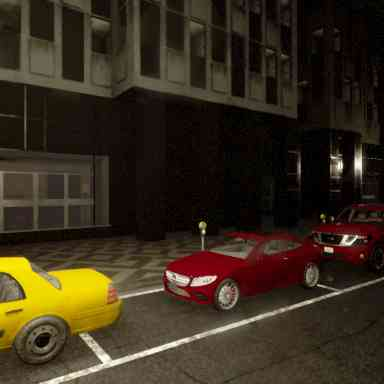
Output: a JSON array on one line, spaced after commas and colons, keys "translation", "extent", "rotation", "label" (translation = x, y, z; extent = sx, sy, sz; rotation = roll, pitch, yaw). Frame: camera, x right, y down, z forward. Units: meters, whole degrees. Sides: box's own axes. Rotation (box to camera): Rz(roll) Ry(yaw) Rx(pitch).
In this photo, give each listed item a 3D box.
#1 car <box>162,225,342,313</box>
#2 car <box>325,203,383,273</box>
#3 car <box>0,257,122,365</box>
[{"translation": [1.342, 1.581, 7.601], "extent": [4.206, 1.307, 1.802], "rotation": [0, 0, -35], "label": "car"}, {"translation": [5.909, 1.314, 10.847], "extent": [5.009, 1.841, 2.192], "rotation": [0, 0, -35], "label": "car"}, {"translation": [-3.362, 1.525, 4.257], "extent": [4.829, 1.417, 1.752], "rotation": [0, 0, -35], "label": "car"}]
